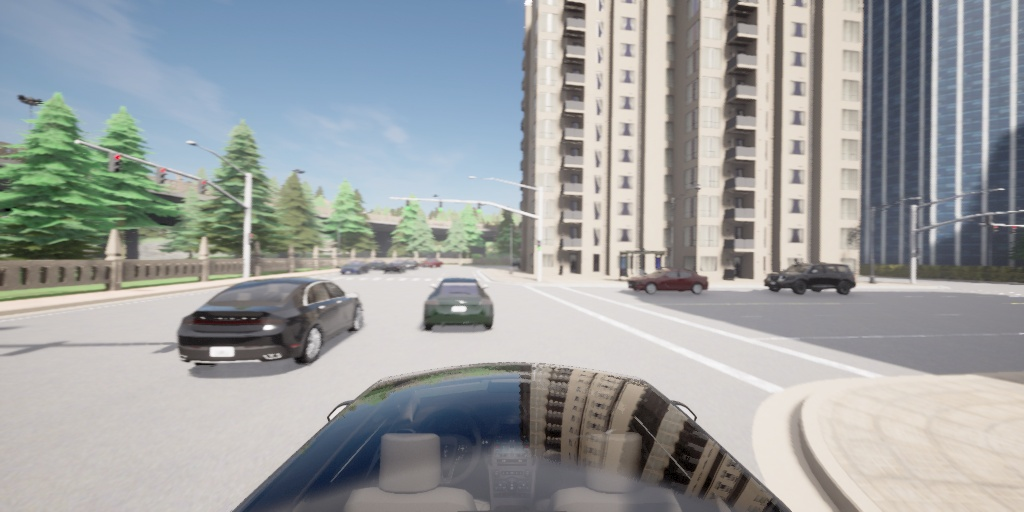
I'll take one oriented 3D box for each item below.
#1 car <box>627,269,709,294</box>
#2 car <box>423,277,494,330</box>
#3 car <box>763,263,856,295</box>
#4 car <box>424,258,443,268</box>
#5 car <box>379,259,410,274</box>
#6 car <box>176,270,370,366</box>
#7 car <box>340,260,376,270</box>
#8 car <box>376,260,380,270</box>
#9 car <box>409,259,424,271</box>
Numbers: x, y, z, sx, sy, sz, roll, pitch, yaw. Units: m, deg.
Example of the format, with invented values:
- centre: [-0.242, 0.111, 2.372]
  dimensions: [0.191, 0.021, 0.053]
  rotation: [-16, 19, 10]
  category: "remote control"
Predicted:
- centre: [9.768, 1.559, 22.559]
  dimensions: [5.008, 1.535, 1.882]
  rotation: [1, 0, -9]
  category: "car"
- centre: [-1.670, 1.365, 11.395]
  dimensions: [1.994, 1.385, 4.181]
  rotation: [1, 0, -8]
  category: "car"
- centre: [20.027, 1.495, 24.154]
  dimensions: [5.566, 2.045, 2.150]
  rotation: [1, 0, -8]
  category: "car"
- centre: [-13.210, 1.267, 60.161]
  dimensions: [1.882, 1.535, 5.008]
  rotation: [1, 0, 13]
  category: "car"
- centre: [-12.997, 1.298, 40.020]
  dimensions: [1.895, 1.301, 4.718]
  rotation: [1, 0, -7]
  category: "car"
- centre: [-4.687, 1.205, 7.785]
  dimensions: [1.837, 1.490, 4.892]
  rotation: [2, -1, -8]
  category: "car"
- centre: [-16.155, 1.174, 37.237]
  dimensions: [2.033, 1.411, 5.357]
  rotation: [1, 0, -8]
  category: "car"
- centre: [-17.308, 1.213, 46.386]
  dimensions: [1.994, 1.385, 4.181]
  rotation: [1, 0, -5]
  category: "car"
- centre: [-14.176, 1.215, 50.078]
  dimensions: [2.128, 1.511, 4.902]
  rotation: [1, 0, -6]
  category: "car"
